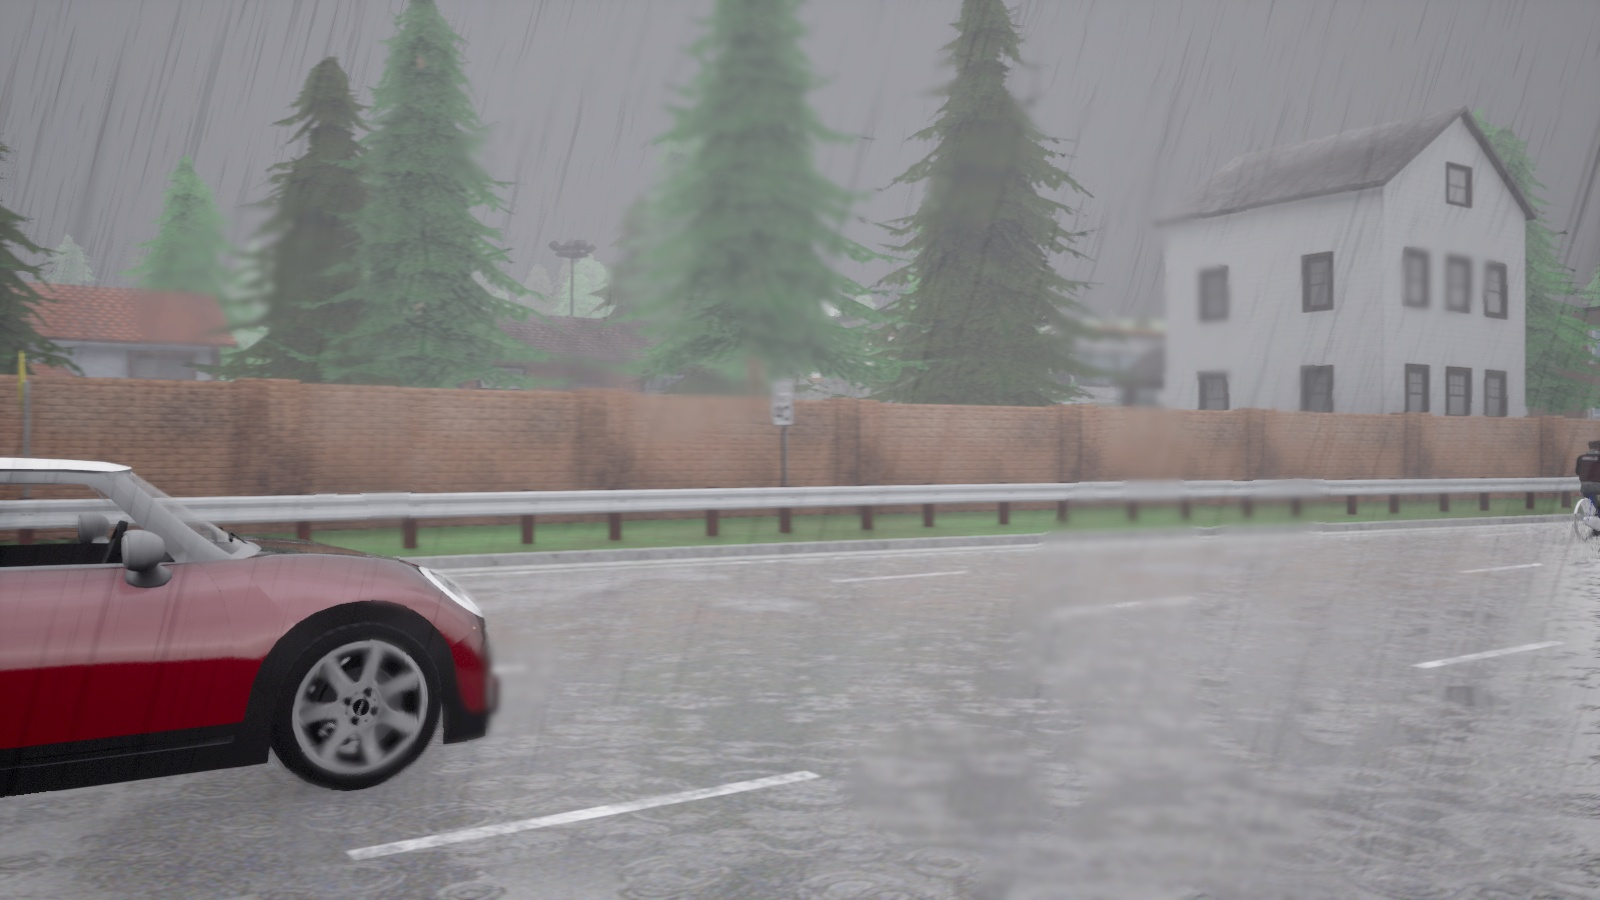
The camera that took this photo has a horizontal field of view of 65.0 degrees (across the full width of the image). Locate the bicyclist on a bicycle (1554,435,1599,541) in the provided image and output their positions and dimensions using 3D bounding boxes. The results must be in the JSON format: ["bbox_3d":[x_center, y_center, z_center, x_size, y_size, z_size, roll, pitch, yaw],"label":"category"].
[{"bbox_3d":[13.954,0.640,21.900,1.843,1.776,0.659,0,0,-35],"label":"bicyclist on a bicycle"}]

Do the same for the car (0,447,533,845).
[{"bbox_3d":[-3.370,0.731,5.575,3.806,1.475,1.970,0,0,-35],"label":"car"}]
